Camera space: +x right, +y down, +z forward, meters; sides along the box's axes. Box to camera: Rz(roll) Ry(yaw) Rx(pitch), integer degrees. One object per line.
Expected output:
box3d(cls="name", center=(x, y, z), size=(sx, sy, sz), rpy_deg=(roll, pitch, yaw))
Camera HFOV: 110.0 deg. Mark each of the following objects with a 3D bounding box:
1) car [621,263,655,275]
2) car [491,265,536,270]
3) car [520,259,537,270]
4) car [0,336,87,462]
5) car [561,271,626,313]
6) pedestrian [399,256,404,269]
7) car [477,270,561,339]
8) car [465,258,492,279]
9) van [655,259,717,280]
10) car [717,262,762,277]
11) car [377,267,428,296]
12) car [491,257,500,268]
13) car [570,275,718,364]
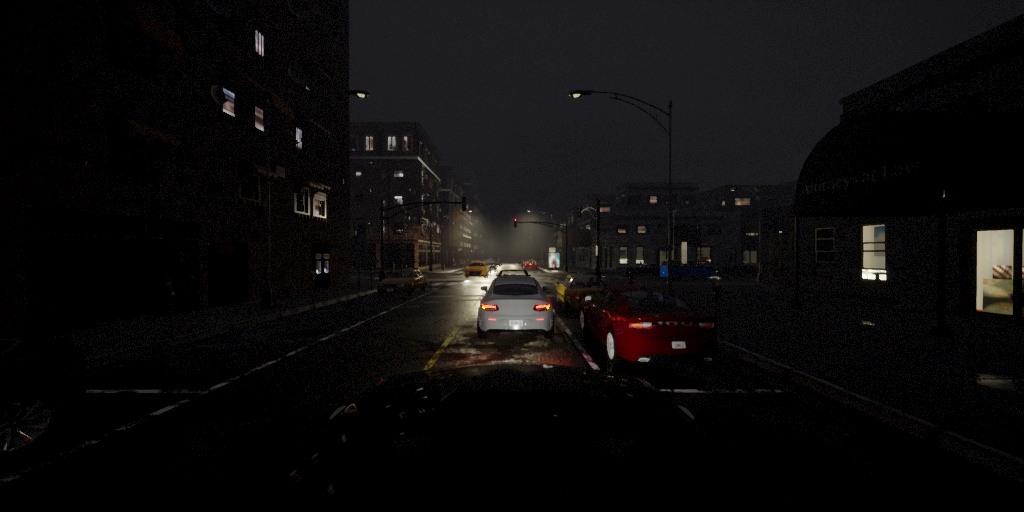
box3d(cls="car", center=(13.423, 1.382, 35.949), size=(4.718, 1.301, 1.895), rpy_deg=(0, 0, -1))
box3d(cls="car", center=(0.076, 1.353, 19.110), size=(1.895, 1.301, 4.718), rpy_deg=(0, 0, 0))
box3d(cls="car", center=(2.593, 1.213, 51.850), size=(1.967, 1.591, 4.097), rpy_deg=(0, 0, 0))
box3d(cls="car", center=(-5.692, 1.316, 2.277), size=(1.948, 1.339, 4.313), rpy_deg=(0, 0, 0))
box3d(cls="car", center=(2.667, 1.276, 13.852), size=(1.751, 1.417, 4.829), rpy_deg=(0, 0, 0))
box3d(cls="pedestrian", center=(-12.707, 0.831, 41.234), size=(0.375, 1.860, 0.375), rpy_deg=(0, 0, -1))
box3d(cls="car", center=(0.084, 1.276, 9.999), size=(1.812, 1.442, 4.674), rpy_deg=(0, 0, 0))
box3d(cls="car", center=(-3.159, 1.242, 32.918), size=(1.882, 1.535, 5.008), rpy_deg=(0, 0, 0))
box3d(cls="van", center=(14.600, 1.164, 30.172), size=(3.998, 1.789, 1.690), rpy_deg=(0, 0, -1))
box3d(cls="car", center=(22.571, 1.368, 36.031), size=(4.181, 1.385, 1.994), rpy_deg=(0, 0, 0))
box3d(cls="car", center=(-5.725, 1.278, 19.197), size=(1.751, 1.417, 4.829), rpy_deg=(0, 0, 0))
box3d(cls="car", center=(-3.193, 1.265, 51.342), size=(2.128, 1.511, 4.902), rpy_deg=(0, 0, 0))
box3d(cls="car", center=(2.678, 1.295, 7.985), size=(1.888, 1.381, 4.507), rpy_deg=(0, 0, 0))
